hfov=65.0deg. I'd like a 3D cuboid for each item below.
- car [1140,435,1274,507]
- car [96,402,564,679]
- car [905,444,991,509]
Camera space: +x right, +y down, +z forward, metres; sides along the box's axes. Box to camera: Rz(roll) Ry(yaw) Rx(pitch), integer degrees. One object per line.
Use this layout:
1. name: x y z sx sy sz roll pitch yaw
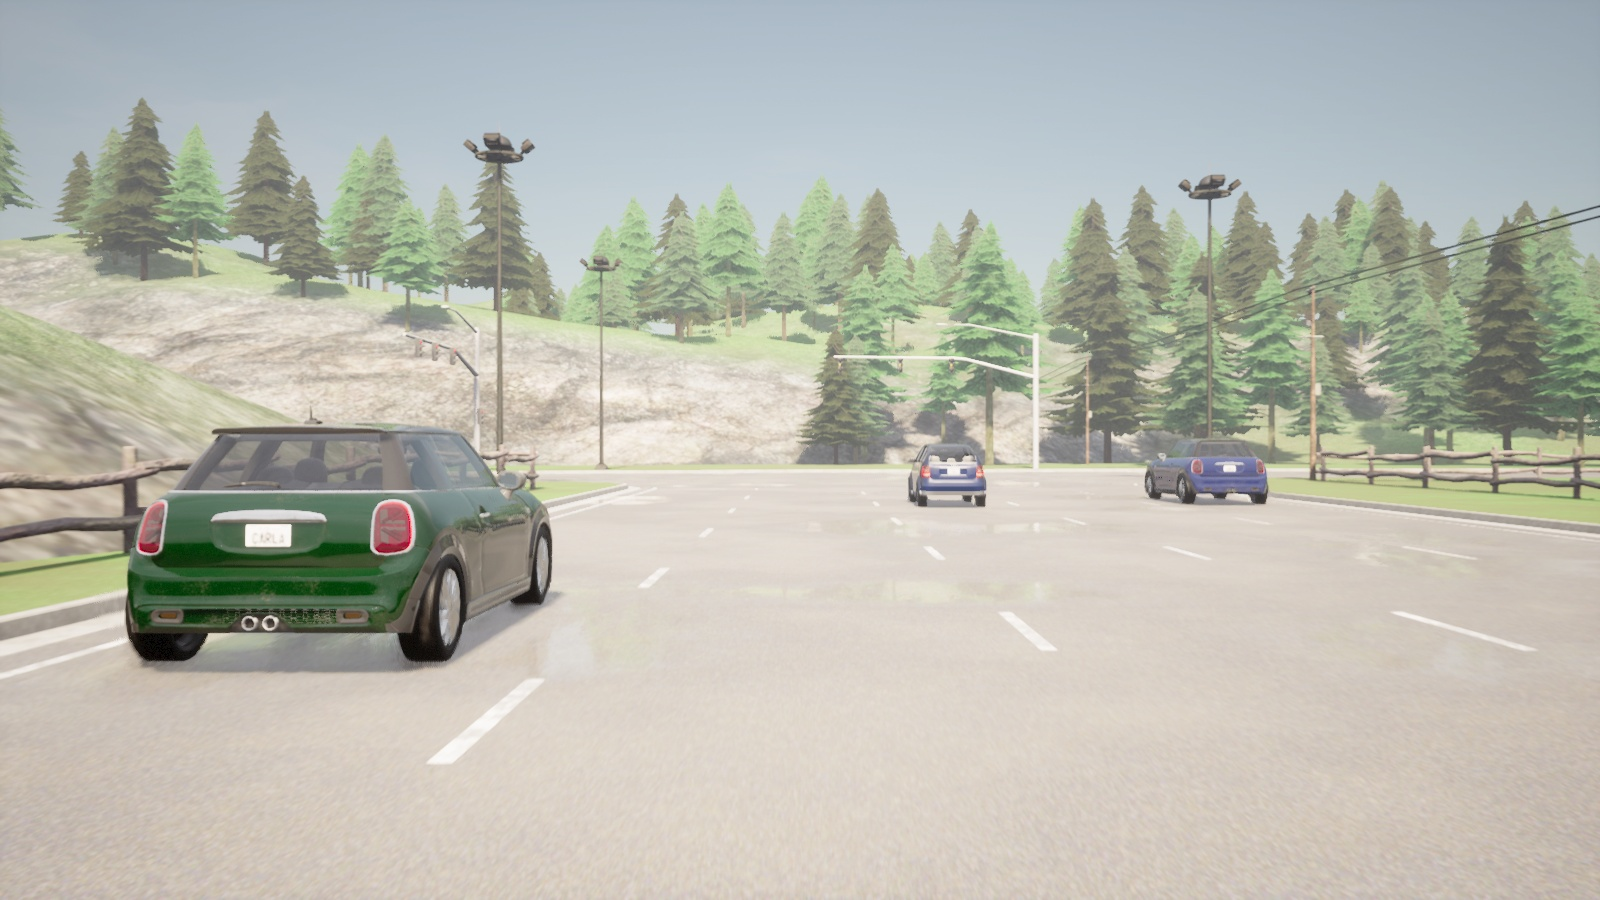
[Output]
1. car: 10.707 0.510 33.387 2.097 1.767 4.553 0 0 0
2. car: -3.426 0.570 10.280 2.097 1.767 4.553 0 0 0
3. car: 3.698 0.629 31.941 1.789 1.549 3.705 0 0 0
